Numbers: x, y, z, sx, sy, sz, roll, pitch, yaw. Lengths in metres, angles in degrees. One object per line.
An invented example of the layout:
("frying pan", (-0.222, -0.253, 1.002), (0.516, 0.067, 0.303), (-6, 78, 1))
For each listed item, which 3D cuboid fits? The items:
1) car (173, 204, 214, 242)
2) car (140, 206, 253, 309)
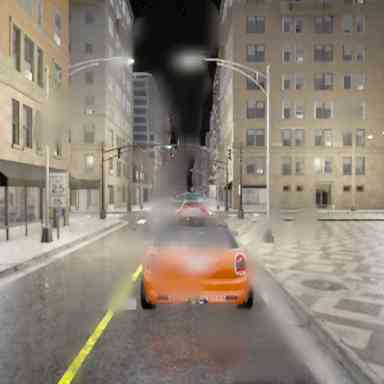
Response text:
("car", (0.070, 1.485, 17.618), (1.882, 1.535, 5.008), (0, 0, 0))
("car", (0.083, 1.356, 8.018), (2.097, 1.767, 4.553), (0, 0, 0))
